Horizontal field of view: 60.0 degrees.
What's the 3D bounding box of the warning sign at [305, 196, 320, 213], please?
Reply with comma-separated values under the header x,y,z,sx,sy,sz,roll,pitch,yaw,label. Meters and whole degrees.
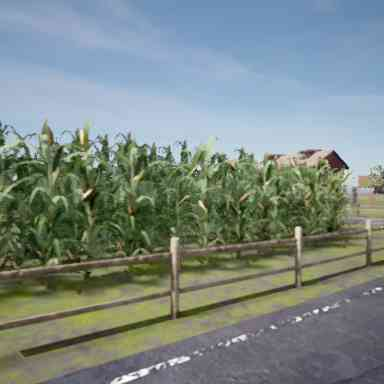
x,y,z,sx,sy,sz,roll,pitch,yaw,label
13.656,1.438,37.673,1.300,1.860,1.060,0,0,-39,warning sign
